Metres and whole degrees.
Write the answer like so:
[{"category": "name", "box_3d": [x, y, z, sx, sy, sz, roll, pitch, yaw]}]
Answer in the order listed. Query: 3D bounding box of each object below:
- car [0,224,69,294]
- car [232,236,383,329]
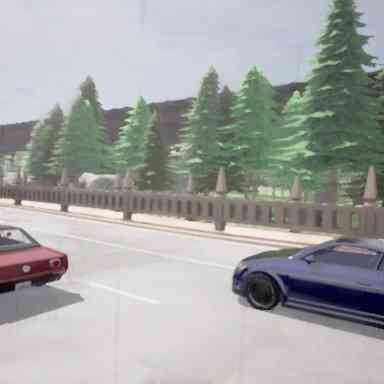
[{"category": "car", "box_3d": [-4.960, 1.383, 7.531, 4.718, 1.301, 1.895, 3, 2, 35]}, {"category": "car", "box_3d": [2.869, 1.549, 6.245, 4.181, 1.385, 1.994, 1, 1, 35]}]
